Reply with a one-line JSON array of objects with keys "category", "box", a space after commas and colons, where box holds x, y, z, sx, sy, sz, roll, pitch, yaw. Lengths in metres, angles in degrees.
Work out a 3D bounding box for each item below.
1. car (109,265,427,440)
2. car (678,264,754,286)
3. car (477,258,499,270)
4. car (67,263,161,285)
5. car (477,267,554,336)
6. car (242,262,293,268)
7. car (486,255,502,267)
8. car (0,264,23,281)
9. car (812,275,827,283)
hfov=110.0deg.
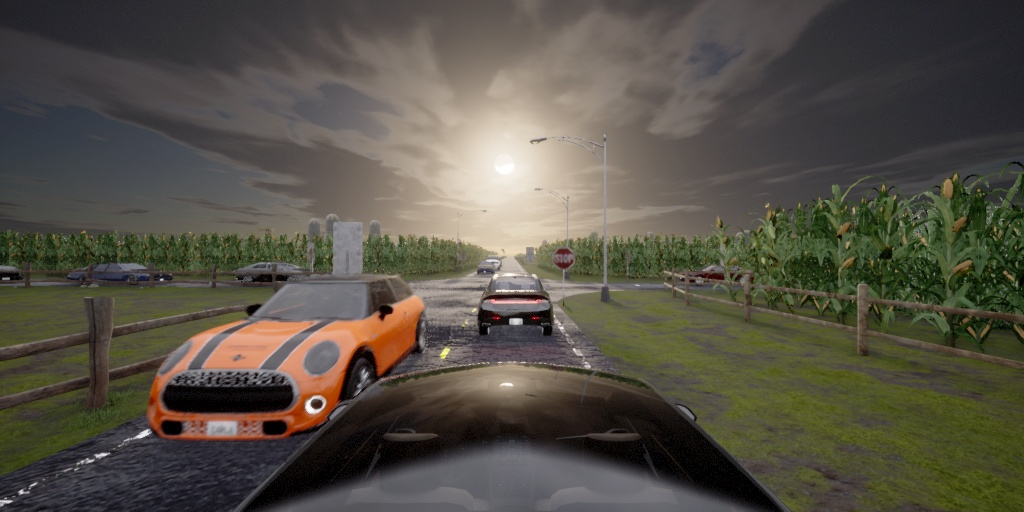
[{"category": "car", "box": [-2.853, 1.103, 5.770, 2.097, 1.767, 4.553, 0, 0, 0]}, {"category": "car", "box": [14.723, 1.346, 25.959, 5.008, 1.535, 1.882, 0, -1, 1]}, {"category": "car", "box": [-2.898, 1.287, 40.853, 2.033, 1.411, 5.357, 0, 0, 0]}, {"category": "car", "box": [-25.411, 1.145, 23.352, 5.357, 1.411, 2.033, 0, -1, 0]}, {"category": "car", "box": [0.088, 1.242, 10.384, 2.128, 1.511, 4.902, 0, 0, 0]}, {"category": "car", "box": [-15.044, 1.145, 23.181, 4.902, 1.511, 2.128, 0, -1, 3]}, {"category": "car", "box": [-2.900, 0.948, 52.993, 2.150, 2.045, 5.566, 0, 1, 0]}, {"category": "car", "box": [-35.258, 0.899, 23.448, 4.553, 1.767, 2.097, 0, -1, 0]}, {"category": "car", "box": [24.187, 1.439, 25.874, 4.892, 1.490, 1.837, 0, -1, 0]}]
